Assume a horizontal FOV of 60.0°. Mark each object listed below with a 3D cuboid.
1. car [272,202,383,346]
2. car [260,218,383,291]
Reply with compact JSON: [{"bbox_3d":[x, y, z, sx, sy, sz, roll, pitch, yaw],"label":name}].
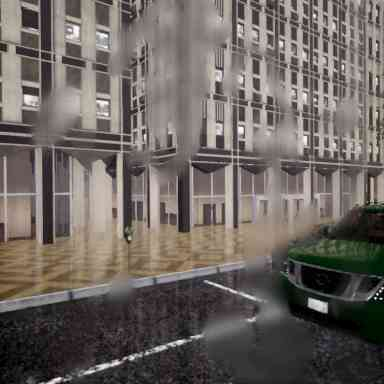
[{"bbox_3d":[3.994,1.222,6.227,5.566,2.045,2.150,0,0,-36],"label":"car"},{"bbox_3d":[4.201,1.567,9.567,4.313,1.339,1.947,0,-1,-36],"label":"car"}]
